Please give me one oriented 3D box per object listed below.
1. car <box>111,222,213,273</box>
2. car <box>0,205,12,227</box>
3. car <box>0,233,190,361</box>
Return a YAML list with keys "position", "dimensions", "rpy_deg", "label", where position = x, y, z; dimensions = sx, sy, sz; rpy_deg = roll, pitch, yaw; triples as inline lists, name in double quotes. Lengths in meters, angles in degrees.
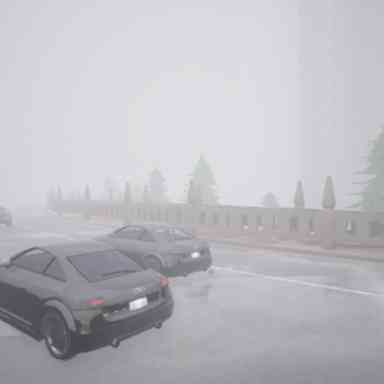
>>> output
- position: [-1.437, 1.596, 9.892]
  dimensions: [4.181, 1.385, 1.994]
  rpy_deg: [0, 0, 40]
  label: "car"
- position: [-13.647, 1.605, 22.731]
  dimensions: [2.033, 1.411, 5.357]
  rpy_deg: [0, 0, -37]
  label: "car"
- position: [-2.329, 1.581, 6.071]
  dimensions: [4.181, 1.385, 1.994]
  rpy_deg: [0, 0, 39]
  label: "car"
